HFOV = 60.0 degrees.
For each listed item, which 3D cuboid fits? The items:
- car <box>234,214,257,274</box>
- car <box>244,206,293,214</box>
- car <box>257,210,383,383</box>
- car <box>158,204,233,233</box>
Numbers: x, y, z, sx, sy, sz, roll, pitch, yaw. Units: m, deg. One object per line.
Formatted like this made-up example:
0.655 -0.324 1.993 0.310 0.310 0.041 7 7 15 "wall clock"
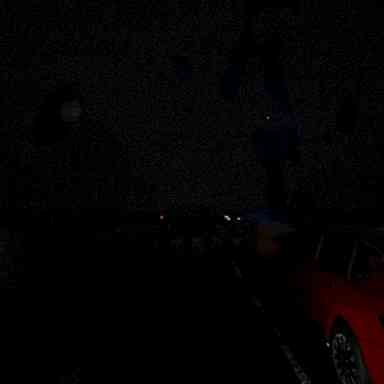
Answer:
2.632 1.645 10.781 1.752 1.417 4.829 0 -1 0 "car"
5.745 1.726 23.687 5.357 1.411 2.033 0 -1 0 "car"
2.634 1.372 5.068 2.192 1.841 5.009 0 -1 0 "car"
0.238 1.561 20.761 4.553 1.767 2.097 0 0 0 "car"
